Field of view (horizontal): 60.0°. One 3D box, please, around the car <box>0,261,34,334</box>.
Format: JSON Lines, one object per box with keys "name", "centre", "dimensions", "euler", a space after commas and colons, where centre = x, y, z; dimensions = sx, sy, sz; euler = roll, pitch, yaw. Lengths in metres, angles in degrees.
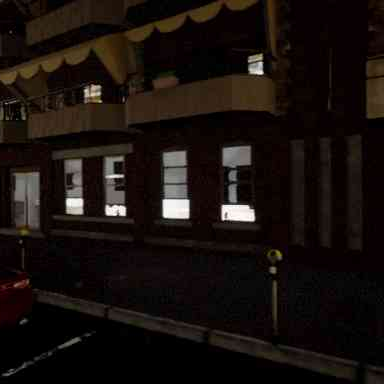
{"name": "car", "centre": [-4.613, 1.565, 5.608], "dimensions": [4.507, 1.381, 1.887], "euler": [-1, 1, 31]}
